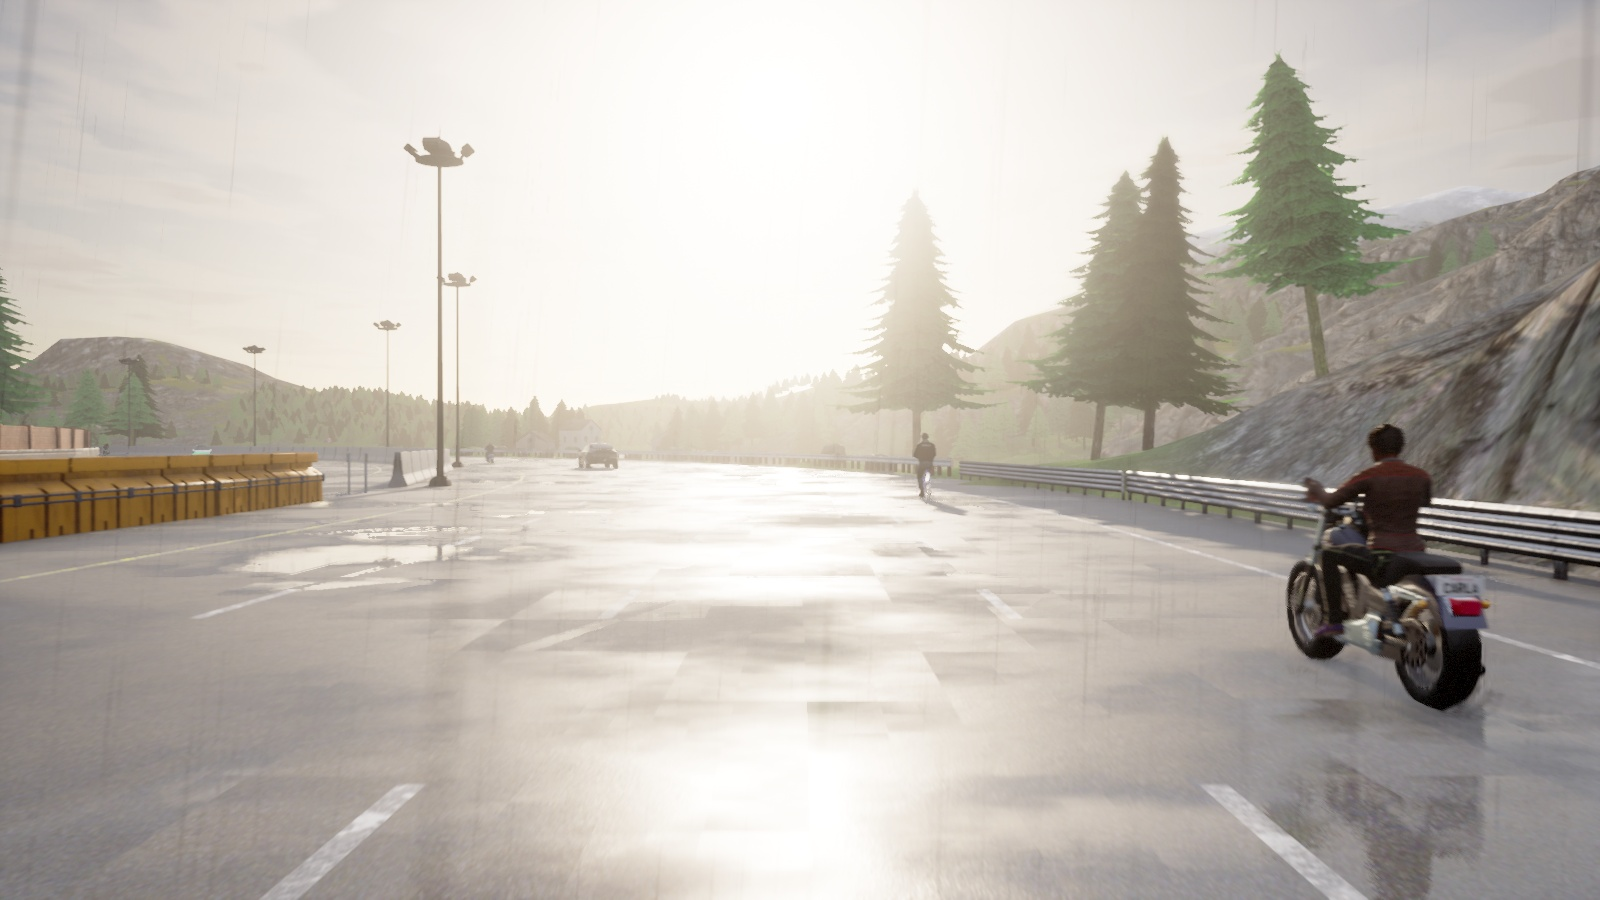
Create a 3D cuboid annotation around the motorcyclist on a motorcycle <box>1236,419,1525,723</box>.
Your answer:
[{"bbox_3d":[3.566,0.654,8.007,0.766,1.649,2.350,0,0,0],"label":"motorcyclist on a motorcycle"}]

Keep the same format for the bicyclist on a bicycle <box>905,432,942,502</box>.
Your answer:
[{"bbox_3d":[3.228,0.434,32.849,0.659,1.776,1.843,-1,1,-4],"label":"bicyclist on a bicycle"}]

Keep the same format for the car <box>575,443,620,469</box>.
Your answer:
[{"bbox_3d":[-12.089,0.320,74.702,1.837,1.490,4.892,0,0,-18],"label":"car"}]
